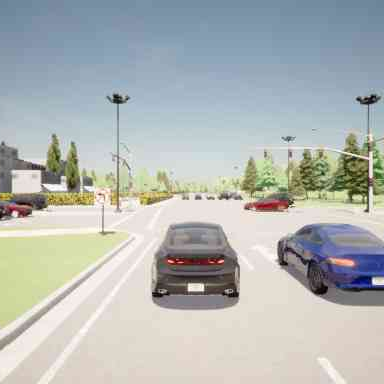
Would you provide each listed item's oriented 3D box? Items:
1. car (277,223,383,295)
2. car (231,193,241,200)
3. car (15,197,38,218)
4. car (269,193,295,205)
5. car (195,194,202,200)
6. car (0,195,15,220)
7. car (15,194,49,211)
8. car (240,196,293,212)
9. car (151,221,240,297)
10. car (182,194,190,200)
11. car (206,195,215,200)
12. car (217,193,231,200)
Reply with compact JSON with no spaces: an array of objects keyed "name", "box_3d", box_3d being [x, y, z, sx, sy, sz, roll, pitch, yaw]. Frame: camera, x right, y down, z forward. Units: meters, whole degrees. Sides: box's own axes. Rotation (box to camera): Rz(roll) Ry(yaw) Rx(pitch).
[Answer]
[{"name":"car","box_3d":[3.585,1.526,8.626,1.812,1.442,4.674,0,0,0]},{"name":"car","box_3d":[12.232,1.500,89.003,1.837,1.490,4.892,0,0,0]},{"name":"car","box_3d":[-16.779,1.478,29.408,5.008,1.535,1.882,0,0,-1]},{"name":"car","box_3d":[12.472,1.222,48.817,2.150,2.045,5.566,-3,1,-34]},{"name":"car","box_3d":[1.742,1.472,91.764,1.882,1.535,5.008,0,0,0]},{"name":"car","box_3d":[-17.354,1.221,25.900,5.566,2.045,2.150,0,0,-1]},{"name":"car","box_3d":[-19.173,1.220,37.578,5.566,2.045,2.150,0,0,-1]},{"name":"car","box_3d":[8.447,1.477,37.925,5.008,1.535,1.882,0,0,-1]},{"name":"car","box_3d":[0.080,1.505,8.538,1.837,1.490,4.892,0,0,0]},{"name":"car","box_3d":[-1.760,1.518,91.360,2.128,1.511,4.902,0,0,0]},{"name":"car","box_3d":[5.243,1.590,92.199,1.895,1.301,4.718,0,0,0]},{"name":"car","box_3d":[8.740,1.218,91.353,2.150,2.045,5.566,0,0,0]}]
